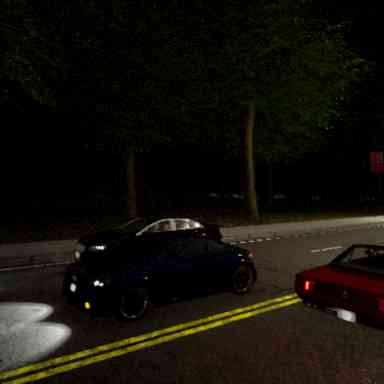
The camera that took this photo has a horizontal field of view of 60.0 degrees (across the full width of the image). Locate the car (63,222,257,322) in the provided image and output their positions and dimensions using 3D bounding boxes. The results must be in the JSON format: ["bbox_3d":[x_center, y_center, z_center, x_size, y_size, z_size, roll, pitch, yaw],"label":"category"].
[{"bbox_3d":[-0.556,1.581,7.275,4.181,1.385,1.994,0,0,-35],"label":"car"}]

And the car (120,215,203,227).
[{"bbox_3d":[-1.219,1.515,10.793,4.902,1.511,2.128,0,0,-35],"label":"car"}]

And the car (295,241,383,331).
[{"bbox_3d":[4.202,1.633,6.434,4.718,1.301,1.895,0,0,-35],"label":"car"}]
